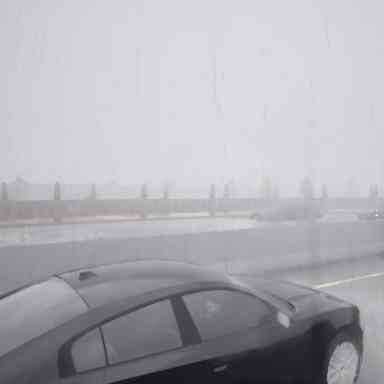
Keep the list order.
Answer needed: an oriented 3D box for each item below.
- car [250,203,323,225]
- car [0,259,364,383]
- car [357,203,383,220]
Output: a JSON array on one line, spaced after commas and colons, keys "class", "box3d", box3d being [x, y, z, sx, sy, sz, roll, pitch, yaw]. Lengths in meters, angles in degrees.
[{"class": "car", "box3d": [6.762, 1.464, 23.585, 5.357, 1.411, 2.033, 0, 0, -24]}, {"class": "car", "box3d": [-0.239, 1.462, 3.391, 5.008, 1.535, 1.882, 0, 0, -34]}, {"class": "car", "box3d": [13.546, 1.439, 22.631, 4.892, 1.490, 1.837, 0, 0, -21]}]
